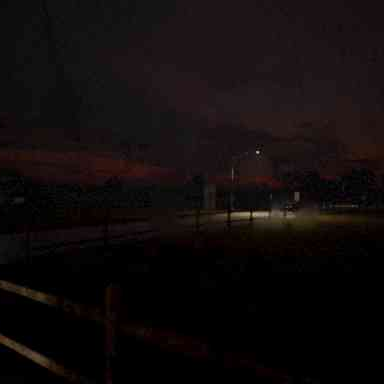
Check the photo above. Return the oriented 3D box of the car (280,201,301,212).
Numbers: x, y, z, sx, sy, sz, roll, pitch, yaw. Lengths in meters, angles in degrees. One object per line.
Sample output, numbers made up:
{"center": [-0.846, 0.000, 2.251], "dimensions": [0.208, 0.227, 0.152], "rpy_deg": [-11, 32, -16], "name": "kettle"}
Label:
{"center": [14.686, 2.112, 49.386], "dimensions": [2.128, 1.511, 4.902], "rpy_deg": [2, 0, 36], "name": "car"}
